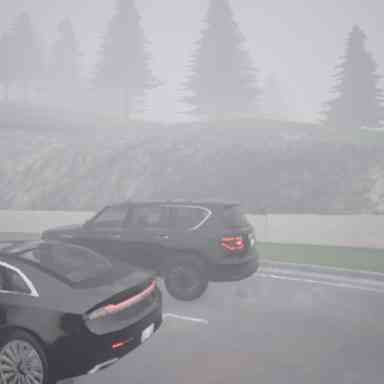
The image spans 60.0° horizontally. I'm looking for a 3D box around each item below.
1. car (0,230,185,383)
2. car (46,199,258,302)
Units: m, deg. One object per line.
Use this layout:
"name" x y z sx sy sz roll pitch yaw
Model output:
"car" -2.815 1.478 4.843 4.902 1.511 2.128 0 0 20
"car" -1.210 1.187 8.176 5.566 2.045 2.150 0 0 21
